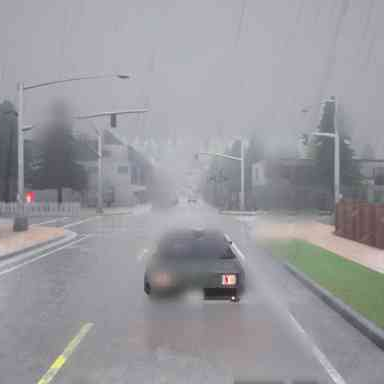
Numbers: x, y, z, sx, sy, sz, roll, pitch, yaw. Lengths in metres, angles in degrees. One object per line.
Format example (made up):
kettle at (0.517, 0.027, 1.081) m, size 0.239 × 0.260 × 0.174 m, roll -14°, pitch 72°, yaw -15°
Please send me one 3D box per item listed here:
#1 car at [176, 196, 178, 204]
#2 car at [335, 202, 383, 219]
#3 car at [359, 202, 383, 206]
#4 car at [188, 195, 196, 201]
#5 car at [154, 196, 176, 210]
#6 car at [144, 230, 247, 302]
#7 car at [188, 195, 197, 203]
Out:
car at (-3.561, 1.526, 52.222) m, size 1.812 × 1.442 × 4.674 m, roll 0°, pitch 0°, yaw 0°
car at (15.317, 1.582, 29.258) m, size 4.718 × 1.301 × 1.895 m, roll 0°, pitch 0°, yaw -8°
car at (13.875, 1.545, 25.315) m, size 4.181 × 1.385 × 1.994 m, roll 0°, pitch 0°, yaw -6°
car at (0.051, 1.478, 81.469) m, size 1.882 × 1.535 × 5.008 m, roll 0°, pitch 0°, yaw 0°
car at (-3.572, 1.352, 41.988) m, size 2.097 × 1.767 × 4.553 m, roll 0°, pitch 0°, yaw 0°
car at (0.073, 1.601, 8.202) m, size 1.895 × 1.301 × 4.718 m, roll 0°, pitch 0°, yaw 0°
car at (0.047, 1.595, 71.433) m, size 1.895 × 1.301 × 4.718 m, roll 0°, pitch 0°, yaw 0°
